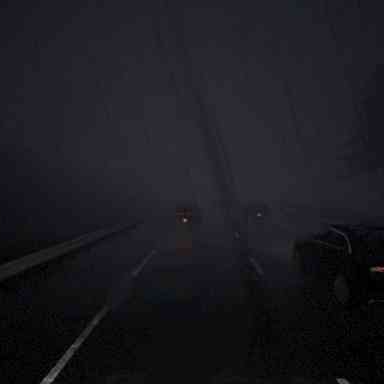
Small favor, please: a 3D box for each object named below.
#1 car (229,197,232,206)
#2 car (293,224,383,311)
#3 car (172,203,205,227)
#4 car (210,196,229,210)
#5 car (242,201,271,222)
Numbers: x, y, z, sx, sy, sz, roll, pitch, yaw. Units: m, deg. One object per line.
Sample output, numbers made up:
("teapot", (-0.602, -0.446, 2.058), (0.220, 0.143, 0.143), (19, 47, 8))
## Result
("car", (5.742, 1.487, 56.364), (1.837, 1.490, 4.892), (0, 0, 11))
("car", (3.787, 1.492, 7.717), (2.128, 1.511, 4.902), (0, 0, 2))
("car", (-0.231, 1.495, 22.828), (1.837, 1.490, 4.892), (0, 0, 5))
("car", (3.494, 1.511, 43.528), (1.812, 1.442, 4.674), (0, 0, 10))
("car", (4.957, 1.472, 25.993), (1.882, 1.535, 5.008), (0, 0, 5))
